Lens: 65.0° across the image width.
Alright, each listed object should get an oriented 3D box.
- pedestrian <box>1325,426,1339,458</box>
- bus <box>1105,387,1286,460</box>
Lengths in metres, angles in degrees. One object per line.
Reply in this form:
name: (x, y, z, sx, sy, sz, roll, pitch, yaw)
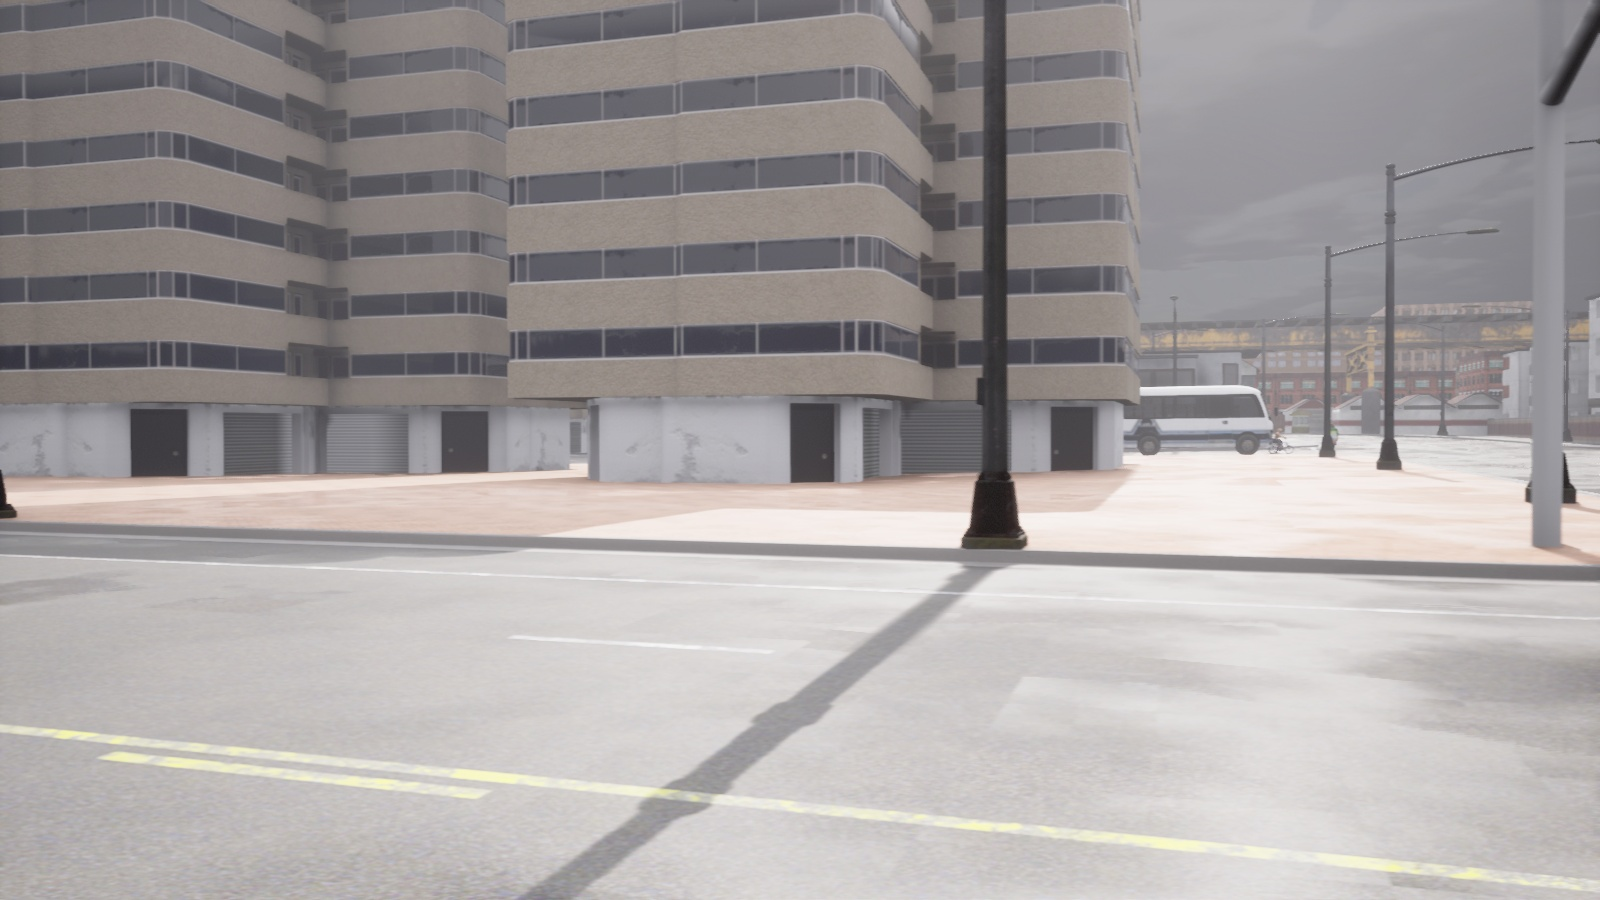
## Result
pedestrian: (32.462, -0.484, 76.605, 0.659, 1.952, 0.873, 1, 1, 17)
bus: (23.995, -1.580, 76.532, 10.273, 4.253, 3.944, 0, 1, 17)
